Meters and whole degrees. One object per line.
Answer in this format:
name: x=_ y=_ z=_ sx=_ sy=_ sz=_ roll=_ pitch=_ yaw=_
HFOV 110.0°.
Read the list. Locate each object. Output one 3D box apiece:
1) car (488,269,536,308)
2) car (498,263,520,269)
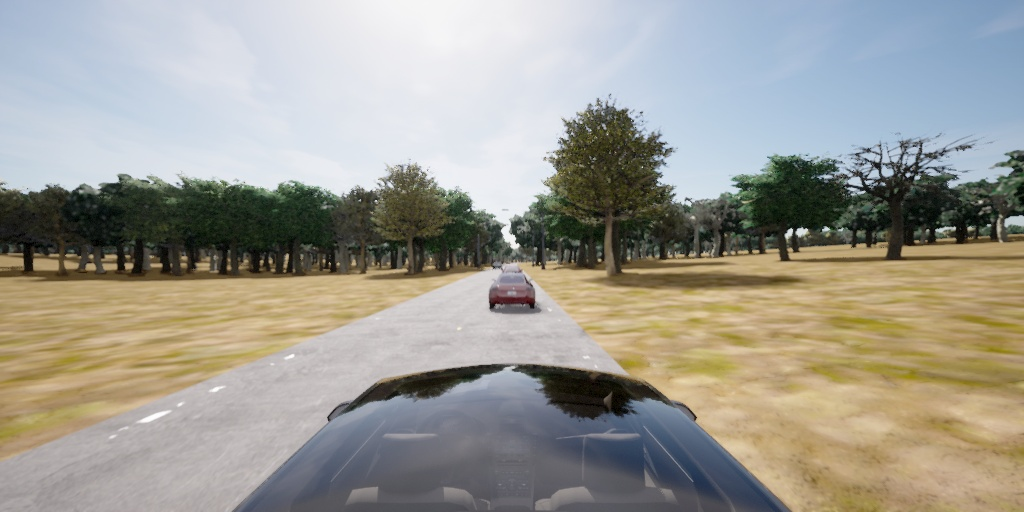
car: x=0.010 y=1.453 z=16.111 sx=1.994 sy=1.385 sz=4.181 roll=0 pitch=-1 yaw=0
car: x=0.020 y=1.567 z=31.208 sx=1.812 sy=1.442 sz=4.674 roll=0 pitch=0 yaw=0
